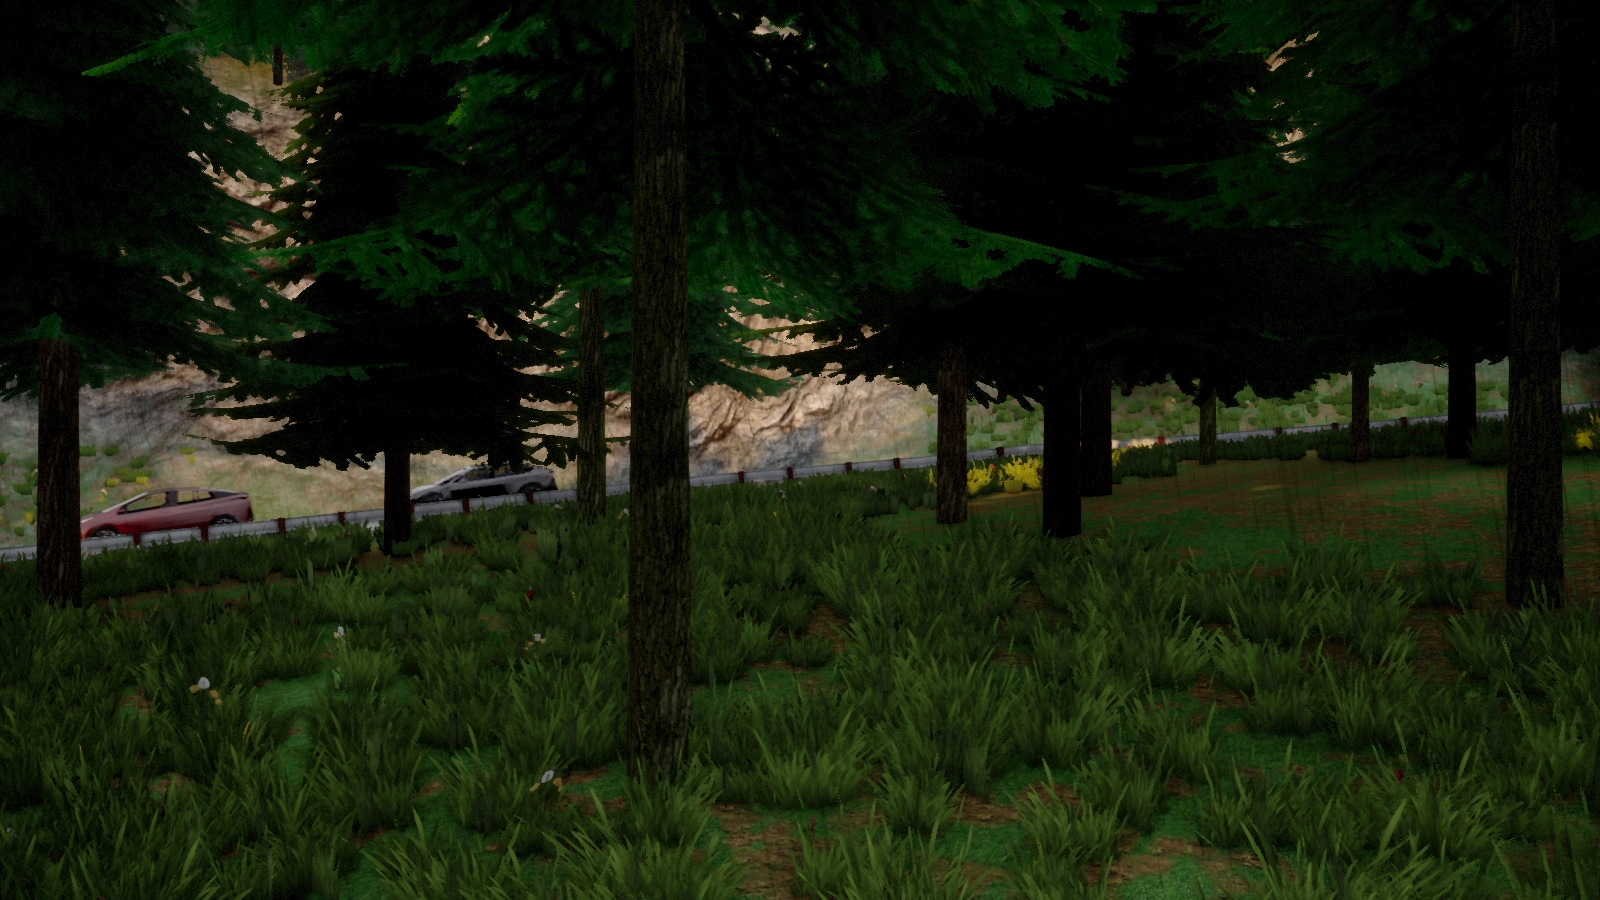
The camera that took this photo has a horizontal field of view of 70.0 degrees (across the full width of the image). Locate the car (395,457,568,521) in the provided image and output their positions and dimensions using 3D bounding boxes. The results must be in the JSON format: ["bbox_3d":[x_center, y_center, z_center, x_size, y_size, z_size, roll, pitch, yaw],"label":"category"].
[{"bbox_3d":[-10.003,1.166,35.943,4.792,1.488,2.163,-5,2,-28],"label":"car"}]

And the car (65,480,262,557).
[{"bbox_3d":[-17.438,1.821,31.383,4.514,1.525,2.007,-5,3,-32],"label":"car"}]
